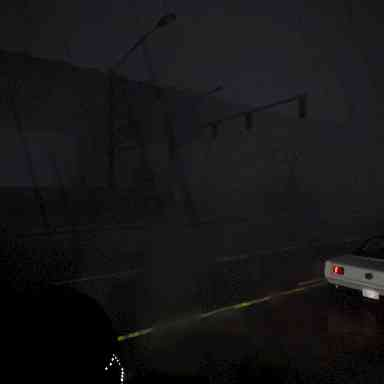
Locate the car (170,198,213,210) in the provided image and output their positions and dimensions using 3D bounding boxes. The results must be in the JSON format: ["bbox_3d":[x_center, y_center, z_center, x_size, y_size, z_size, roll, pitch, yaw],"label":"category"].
[{"bbox_3d":[-0.014,1.295,36.389,4.536,1.218,1.853,0,0,8],"label":"car"}]

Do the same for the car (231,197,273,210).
[{"bbox_3d":[7.688,1.453,42.831,4.974,1.542,2.038,0,0,-7],"label":"car"}]

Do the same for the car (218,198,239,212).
[{"bbox_3d":[3.780,1.453,39.069,2.038,1.542,4.974,0,0,18],"label":"car"}]

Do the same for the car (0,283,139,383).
[{"bbox_3d":[-3.019,1.221,1.596,5.566,2.045,2.150,0,0,-35],"label":"car"}]

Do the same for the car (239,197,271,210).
[{"bbox_3d":[7.637,1.295,42.824,4.536,1.218,1.853,0,0,-7],"label":"car"}]

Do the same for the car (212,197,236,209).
[{"bbox_3d":[3.796,1.295,39.118,1.853,1.218,4.536,0,0,18],"label":"car"}]

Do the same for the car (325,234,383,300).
[{"bbox_3d":[5.127,1.601,7.438,4.718,1.301,1.895,0,0,-35],"label":"car"}]

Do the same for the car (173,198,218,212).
[{"bbox_3d":[0.037,1.453,36.382,4.974,1.542,2.038,0,0,8],"label":"car"}]
